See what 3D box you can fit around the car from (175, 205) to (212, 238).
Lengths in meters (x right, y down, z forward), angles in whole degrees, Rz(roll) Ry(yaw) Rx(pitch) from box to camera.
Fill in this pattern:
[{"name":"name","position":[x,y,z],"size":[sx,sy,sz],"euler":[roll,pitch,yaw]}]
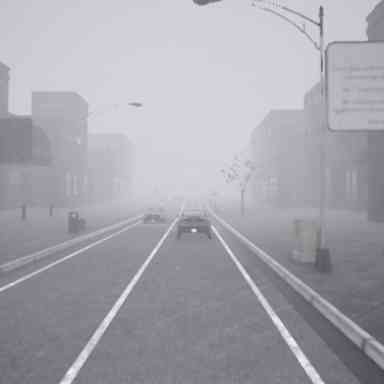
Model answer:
[{"name":"car","position":[0.104,1.722,19.114],"size":[1.837,1.490,4.892],"euler":[0,-1,0]}]

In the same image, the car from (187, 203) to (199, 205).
[{"name":"car","position":[0.108,1.991,37.569],"size":[2.033,1.411,5.357],"euler":[0,0,0]}]

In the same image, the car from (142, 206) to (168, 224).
[{"name":"car","position":[-3.092,1.913,29.001],"size":[2.033,1.411,5.357],"euler":[0,-1,0]}]

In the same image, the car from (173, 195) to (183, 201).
[{"name":"car","position":[-2.985,1.232,70.342],"size":[1.895,1.301,4.718],"euler":[0,3,0]}]
